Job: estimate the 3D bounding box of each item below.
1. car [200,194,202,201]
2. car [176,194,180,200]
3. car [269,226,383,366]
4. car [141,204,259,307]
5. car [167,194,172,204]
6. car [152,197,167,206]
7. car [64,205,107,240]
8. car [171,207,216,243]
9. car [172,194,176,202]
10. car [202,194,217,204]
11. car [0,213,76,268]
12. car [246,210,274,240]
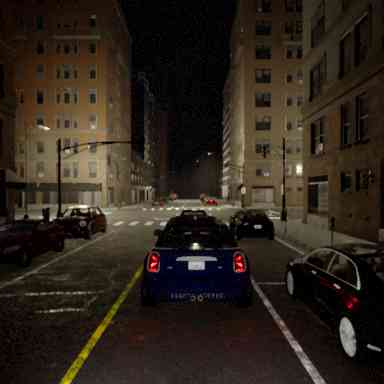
[{"bbox_3d":[3.065,1.567,64.552,2.008,1.369,4.403,0,0,0],"label":"car"},{"bbox_3d":[-5.347,1.401,91.628,2.192,1.841,5.009,0,0,0],"label":"car"},{"bbox_3d":[2.867,1.547,5.642,2.008,1.369,4.403,0,0,0],"label":"car"},{"bbox_3d":[0.097,1.347,8.131,2.097,1.767,4.553,0,0,0],"label":"car"},{"bbox_3d":[-5.460,1.567,64.585,2.008,1.369,4.403,0,0,0],"label":"car"},{"bbox_3d":[-5.506,1.585,53.768,1.802,1.307,4.206,0,0,0],"label":"car"},{"bbox_3d":[-5.631,1.430,16.665,1.967,1.590,4.097,0,0,0],"label":"car"},{"bbox_3d":[0.084,1.554,16.715,1.994,1.385,4.181,0,0,0],"label":"car"},{"bbox_3d":[-5.393,1.576,80.640,1.752,1.417,4.829,0,0,0],"label":"car"},{"bbox_3d":[3.018,1.443,53.734,1.967,1.590,4.097,0,0,0],"label":"car"},{"bbox_3d":[-5.645,1.575,11.164,1.802,1.307,4.206,0,0,0],"label":"car"},{"bbox_3d":[2.894,1.556,16.644,1.947,1.339,4.313,0,0,0],"label":"car"}]
